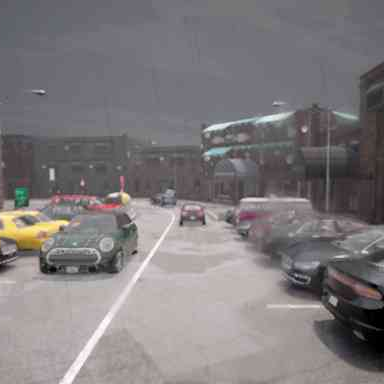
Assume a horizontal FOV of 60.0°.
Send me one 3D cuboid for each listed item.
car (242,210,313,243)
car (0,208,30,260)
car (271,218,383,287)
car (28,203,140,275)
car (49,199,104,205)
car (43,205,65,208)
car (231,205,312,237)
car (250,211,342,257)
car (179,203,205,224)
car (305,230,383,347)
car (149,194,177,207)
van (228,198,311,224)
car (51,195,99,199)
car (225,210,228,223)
[{"bbox_3d":[4.636,1.595,13.495,4.674,1.452,2.002,0,0,0],"label":"car"},{"bbox_3d":[-7.880,1.548,12.748,5.366,1.575,1.946,0,0,0],"label":"car"},{"bbox_3d":[4.647,1.525,7.907,4.892,1.521,2.231,0,0,0],"label":"car"},{"bbox_3d":[-3.045,1.411,10.759,2.097,1.767,4.553,0,0,0],"label":"car"},{"bbox_3d":[-7.671,1.453,18.631,4.553,1.767,2.185,0,0,0],"label":"car"},{"bbox_3d":[-7.513,1.564,15.689,5.366,1.575,1.946,0,0,0],"label":"car"},{"bbox_3d":[4.637,1.571,16.286,4.892,1.521,2.231,0,0,0],"label":"car"},{"bbox_3d":[4.631,1.541,10.826,4.892,1.521,2.231,0,0,0],"label":"car"},{"bbox_3d":[0.027,1.576,25.062,1.812,1.442,4.674,0,1,-1],"label":"car"},{"bbox_3d":[4.638,1.509,5.115,5.008,1.535,2.097,0,0,0],"label":"car"},{"bbox_3d":[-3.652,0.947,40.951,2.128,1.511,4.902,-2,4,-30],"label":"car"},{"bbox_3d":[4.511,1.354,19.080,4.442,1.987,1.878,0,0,0],"label":"van"},{"bbox_3d":[-7.680,1.289,24.403,5.566,2.045,2.435,0,0,0],"label":"car"},{"bbox_3d":[4.619,1.569,21.888,4.892,1.521,2.231,0,1,0],"label":"car"}]
